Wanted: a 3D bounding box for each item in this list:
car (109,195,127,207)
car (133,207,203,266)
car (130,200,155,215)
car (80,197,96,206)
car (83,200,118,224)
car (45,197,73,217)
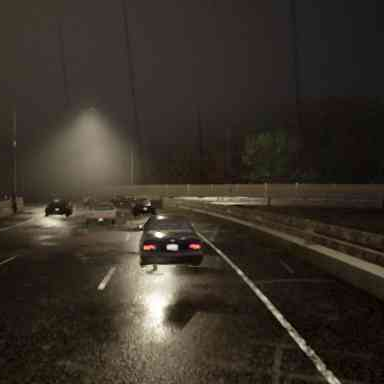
[{"bbox_3d":[-10.173,1.235,45.464,1.837,1.490,4.892,0,1,-24],"label":"car"},{"bbox_3d":[-0.816,1.476,11.240,2.033,1.411,5.357,0,0,-7],"label":"car"},{"bbox_3d":[-4.472,1.380,29.940,1.994,1.385,4.181,0,0,-16],"label":"car"},{"bbox_3d":[-14.467,1.332,46.508,1.895,1.301,4.718,0,0,-25],"label":"car"},{"bbox_3d":[-6.331,1.463,23.402,1.895,1.301,4.718,0,0,-13],"label":"car"},{"bbox_3d":[-11.648,1.400,29.249,1.994,1.385,4.181,0,0,-16],"label":"car"}]
